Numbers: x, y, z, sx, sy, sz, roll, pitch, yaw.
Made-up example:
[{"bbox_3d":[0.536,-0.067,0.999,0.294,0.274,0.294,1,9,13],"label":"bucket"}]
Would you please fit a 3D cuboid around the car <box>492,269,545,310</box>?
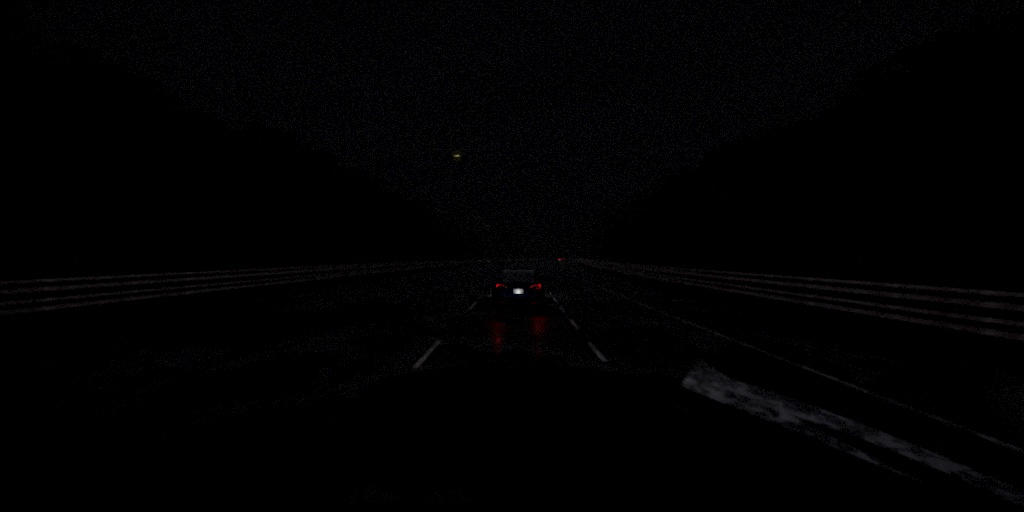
[{"bbox_3d":[0.281,1.269,14.765,2.163,1.488,4.792,0,0,2],"label":"car"}]
